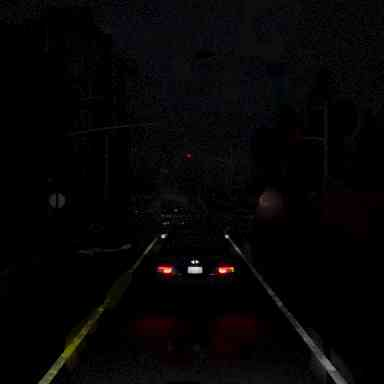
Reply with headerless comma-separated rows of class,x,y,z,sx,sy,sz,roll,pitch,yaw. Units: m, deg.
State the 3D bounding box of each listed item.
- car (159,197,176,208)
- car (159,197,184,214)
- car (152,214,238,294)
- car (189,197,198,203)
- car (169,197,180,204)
car,-3.483,1.488,48.341,2.128,1.511,4.902,0,0,0
car,-2.169,1.506,33.605,1.837,1.490,4.892,-1,0,-15
car,0.080,1.547,8.908,2.033,1.411,5.357,0,0,0
car,0.262,1.601,69.680,1.895,1.301,4.718,0,0,0
car,-3.391,1.601,64.860,1.895,1.301,4.718,0,0,1
